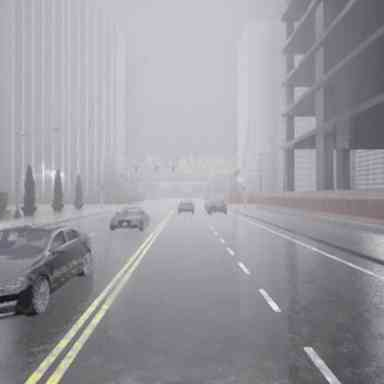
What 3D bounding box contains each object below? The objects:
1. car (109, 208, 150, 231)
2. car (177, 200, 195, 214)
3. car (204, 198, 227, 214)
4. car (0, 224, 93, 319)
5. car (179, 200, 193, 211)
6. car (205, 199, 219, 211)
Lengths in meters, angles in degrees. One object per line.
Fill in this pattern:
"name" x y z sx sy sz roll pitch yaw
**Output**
"car" -3.925 1.713 21.510 1.994 1.385 4.181 0 0 1
"car" -0.674 1.762 39.117 2.128 1.511 4.902 0 0 -1
"car" 2.833 1.619 38.683 2.097 1.767 4.553 0 0 -1
"car" -3.721 1.546 7.659 2.128 1.511 4.902 0 0 -1
"car" -0.883 1.896 48.033 1.994 1.385 4.181 0 0 -1
"car" 2.800 1.835 47.885 1.837 1.490 4.892 0 0 2
